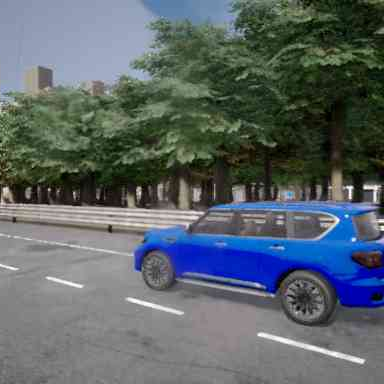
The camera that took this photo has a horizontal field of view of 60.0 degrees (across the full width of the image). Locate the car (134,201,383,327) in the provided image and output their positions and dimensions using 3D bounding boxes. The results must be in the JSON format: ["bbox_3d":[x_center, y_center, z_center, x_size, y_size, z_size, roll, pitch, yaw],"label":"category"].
[{"bbox_3d":[1.240,1.223,7.284,5.566,2.045,2.150,0,0,36],"label":"car"}]
